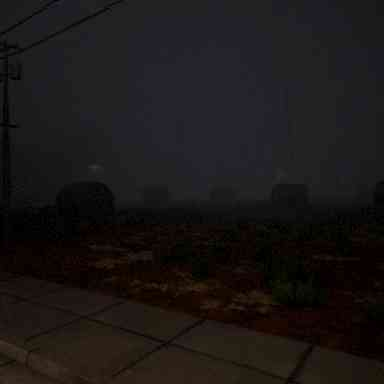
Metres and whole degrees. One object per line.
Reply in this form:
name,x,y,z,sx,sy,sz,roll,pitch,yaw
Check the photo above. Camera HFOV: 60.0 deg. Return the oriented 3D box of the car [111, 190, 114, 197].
car,-16.460,0.483,66.126,1.905,1.878,3.866,6,1,-12
